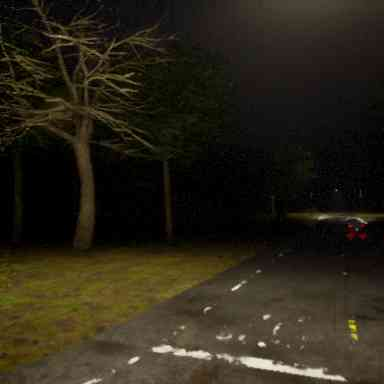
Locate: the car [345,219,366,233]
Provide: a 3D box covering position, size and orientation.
[{"bbox_3d":[20.195,4.254,40.980,1.812,1.442,4.674,-3,-4,24],"label":"car"}]

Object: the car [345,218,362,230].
[{"bbox_3d":[23.120,4.585,47.729,1.837,1.490,4.892,-3,-4,24],"label":"car"}]
